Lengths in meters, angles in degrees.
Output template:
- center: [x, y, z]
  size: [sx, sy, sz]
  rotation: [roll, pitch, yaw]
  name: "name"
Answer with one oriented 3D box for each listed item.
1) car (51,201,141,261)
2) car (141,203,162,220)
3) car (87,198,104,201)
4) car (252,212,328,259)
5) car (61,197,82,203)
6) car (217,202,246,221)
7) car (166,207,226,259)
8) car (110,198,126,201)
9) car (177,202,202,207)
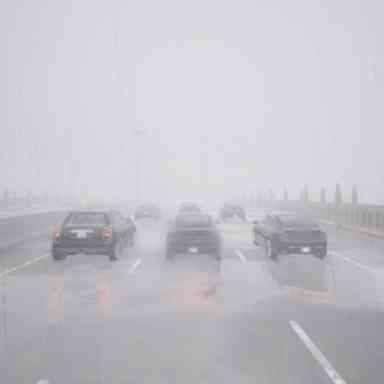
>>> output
- center: [-3.452, 1.385, 12.562]
  size: [2.097, 1.767, 4.553]
  rotation: [0, 0, 0]
  name: "car"
- center: [-3.710, 1.642, 28.564]
  size: [1.994, 1.385, 4.181]
  rotation: [0, 0, -1]
  name: "car"
- center: [-15.008, 1.618, 51.625]
  size: [1.882, 1.535, 5.008]
  rotation: [0, 0, -1]
  name: "car"
- center: [3.549, 1.541, 12.783]
  size: [1.837, 1.490, 4.892]
  rotation: [0, 0, 0]
  name: "car"
- center: [-18.498, 1.491, 51.263]
  size: [2.097, 1.767, 4.553]
  rotation: [0, 0, -1]
  name: "car"
- center: [3.302, 1.584, 28.152]
  size: [1.837, 1.490, 4.892]
  rotation: [0, 0, -1]
  name: "car"
- center: [0.049, 1.541, 12.722]
  size: [1.837, 1.490, 4.892]
  rotation: [0, 0, 0]
  name: "car"
- center: [-11.513, 1.618, 51.787]
  size: [1.882, 1.535, 5.008]
  rotation: [0, 0, -1]
  name: "car"
- center: [-0.200, 1.583, 28.085]
  size: [1.837, 1.490, 4.892]
  rotation: [0, 0, -1]
  name: "car"
